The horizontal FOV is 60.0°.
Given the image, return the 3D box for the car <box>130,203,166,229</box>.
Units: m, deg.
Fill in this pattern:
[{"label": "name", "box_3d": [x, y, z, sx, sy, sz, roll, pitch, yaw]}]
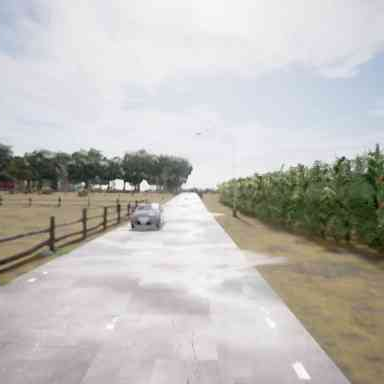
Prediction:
[{"label": "car", "box_3d": [-2.820, 1.507, 21.953, 2.128, 1.511, 4.902, 0, 0, 0]}]
